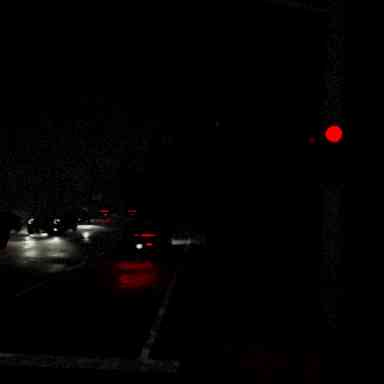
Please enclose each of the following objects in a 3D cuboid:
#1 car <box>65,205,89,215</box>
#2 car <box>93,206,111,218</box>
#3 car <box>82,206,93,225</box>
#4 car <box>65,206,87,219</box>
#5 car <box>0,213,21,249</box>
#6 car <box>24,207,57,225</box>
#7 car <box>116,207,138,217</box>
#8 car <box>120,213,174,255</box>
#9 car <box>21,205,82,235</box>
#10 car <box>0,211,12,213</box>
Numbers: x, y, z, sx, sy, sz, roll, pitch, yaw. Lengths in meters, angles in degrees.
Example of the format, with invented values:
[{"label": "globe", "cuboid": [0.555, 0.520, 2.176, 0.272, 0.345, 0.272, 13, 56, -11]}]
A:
[{"label": "car", "cuboid": [-18.432, 2.861, 53.198, 1.812, 1.442, 4.674, 3, -3, -45]}, {"label": "car", "cuboid": [-12.440, 2.712, 45.132, 1.837, 1.490, 4.892, 2, -2, -31]}, {"label": "car", "cuboid": [-10.882, 2.386, 32.258, 1.994, 1.385, 4.181, 2, -2, -16]}, {"label": "car", "cuboid": [-14.518, 2.549, 41.564, 1.837, 1.490, 4.892, 2, -2, -28]}, {"label": "car", "cuboid": [-9.301, 1.773, 13.584, 1.812, 1.442, 4.674, 1, -2, 1]}, {"label": "car", "cuboid": [-14.299, 2.218, 31.686, 2.128, 1.511, 4.902, 2, -2, -17]}, {"label": "car", "cuboid": [-9.083, 2.811, 46.221, 2.128, 1.511, 4.902, 2, -2, -30]}, {"label": "car", "cuboid": [-2.043, 1.986, 15.721, 1.837, 1.490, 4.892, 1, -2, 2]}, {"label": "car", "cuboid": [-9.334, 1.892, 22.568, 2.097, 1.767, 4.553, 1, -2, -4]}, {"label": "car", "cuboid": [-12.774, 1.961, 21.718, 1.812, 1.442, 4.674, 1, -2, -2]}]
